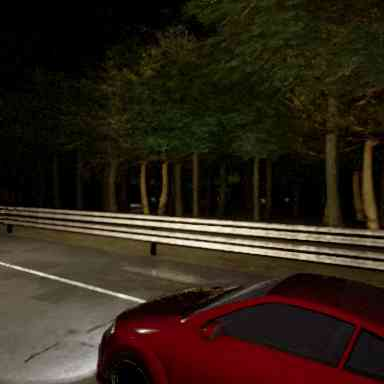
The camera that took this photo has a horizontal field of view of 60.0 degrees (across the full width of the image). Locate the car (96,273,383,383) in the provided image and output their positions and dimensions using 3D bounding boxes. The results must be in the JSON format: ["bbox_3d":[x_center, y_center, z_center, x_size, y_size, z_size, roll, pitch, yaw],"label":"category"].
[{"bbox_3d":[0.995,1.558,3.285,4.181,1.385,1.994,0,0,36],"label":"car"}]
